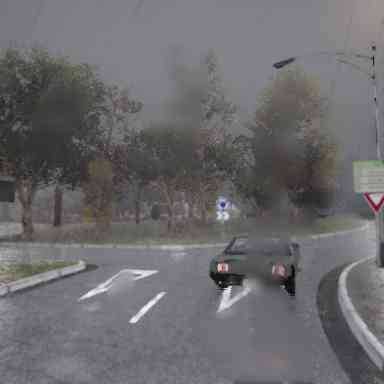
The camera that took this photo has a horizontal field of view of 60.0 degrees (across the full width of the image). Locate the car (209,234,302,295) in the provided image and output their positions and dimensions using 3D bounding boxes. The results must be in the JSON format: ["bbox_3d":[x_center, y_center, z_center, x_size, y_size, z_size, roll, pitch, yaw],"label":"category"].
[{"bbox_3d":[2.019,1.826,9.317,1.895,1.301,4.718,-1,-4,20],"label":"car"}]

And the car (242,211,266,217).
[{"bbox_3d":[12.103,4.429,65.150,4.892,1.490,1.837,-3,-6,35],"label":"car"}]

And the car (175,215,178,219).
[{"bbox_3d":[-7.625,7.063,94.105,5.566,2.045,2.435,1,-5,-13],"label":"car"}]

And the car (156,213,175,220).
[{"bbox_3d":[-7.952,7.050,91.152,4.892,1.521,2.231,1,-5,-13],"label":"car"}]

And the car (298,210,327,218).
[{"bbox_3d":[18.958,3.556,52.672,1.895,1.301,4.718,2,-5,-24],"label":"car"}]
